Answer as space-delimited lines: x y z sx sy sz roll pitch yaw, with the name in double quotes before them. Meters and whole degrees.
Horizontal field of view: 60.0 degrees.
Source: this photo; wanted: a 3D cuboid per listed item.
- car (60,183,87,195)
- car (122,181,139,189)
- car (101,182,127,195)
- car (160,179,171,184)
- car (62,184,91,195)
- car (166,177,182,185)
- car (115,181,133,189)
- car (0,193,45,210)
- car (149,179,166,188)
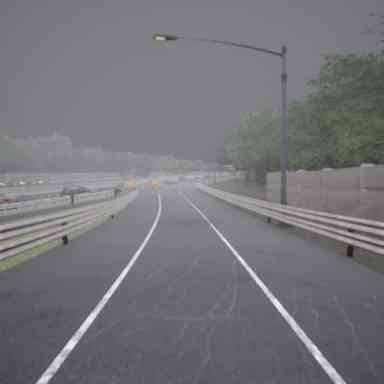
"car" -19.901 -0.553 56.067 2.097 1.767 4.553 1 4 13
"car" -12.859 -1.435 70.886 1.882 1.535 5.008 1 4 13
"car" -13.071 -0.352 54.539 2.128 1.511 4.902 1 4 13
"car" -7.422 -2.912 94.250 1.994 1.385 4.181 1 4 13
"car" -17.386 -0.117 51.441 1.837 1.490 4.892 1 4 13
"car" -4.862 -2.595 89.812 1.895 1.301 4.718 1 4 13
"car" -15.360 -1.679 75.585 2.128 1.511 4.902 1 4 13
"car" -17.609 0.972 35.045 2.128 1.511 4.902 1 4 13
"car" -8.091 -1.791 75.933 1.882 1.535 5.008 1 4 13
